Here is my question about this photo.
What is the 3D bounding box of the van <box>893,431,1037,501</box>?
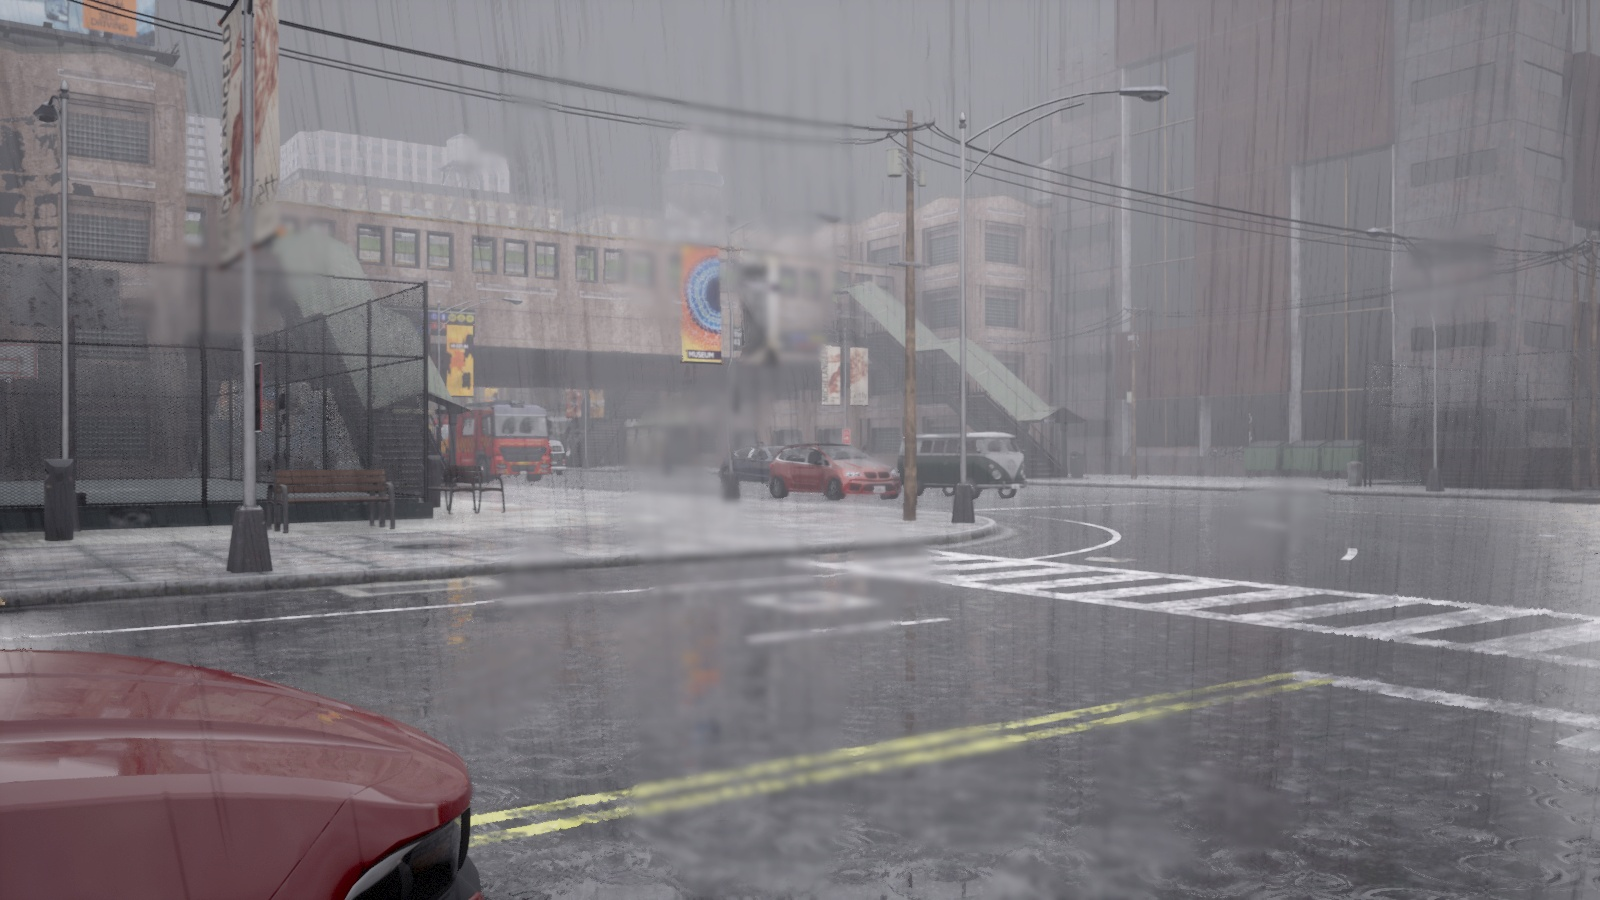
[{"bbox_3d":[4.900,0.448,37.912,1.775,1.987,4.442,0,0,-34],"label":"van"}]

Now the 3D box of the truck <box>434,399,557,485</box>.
[{"bbox_3d":[-14.699,-0.360,60.079,2.891,3.827,8.468,0,0,-34],"label":"truck"}]

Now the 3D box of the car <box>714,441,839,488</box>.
[{"bbox_3d":[-0.923,0.505,46.300,2.152,1.651,5.027,0,0,-35],"label":"car"}]

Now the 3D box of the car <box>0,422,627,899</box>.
[{"bbox_3d":[-2.900,0.741,1.604,5.008,1.535,1.882,0,0,-36],"label":"car"}]

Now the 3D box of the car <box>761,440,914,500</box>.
[{"bbox_3d":[1.035,0.563,37.331,2.242,1.667,4.611,0,0,-35],"label":"car"}]

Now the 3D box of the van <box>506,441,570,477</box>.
[{"bbox_3d":[-15.357,0.524,73.493,2.069,2.038,4.480,0,0,-35],"label":"van"}]
